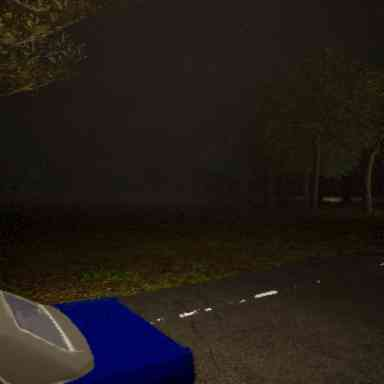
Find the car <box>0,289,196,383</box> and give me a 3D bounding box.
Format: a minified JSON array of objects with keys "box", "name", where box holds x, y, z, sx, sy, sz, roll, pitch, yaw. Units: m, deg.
[{"box":[-2.380,1.553,2.284,4.718,1.301,1.895,0,1,-35],"name":"car"}]
